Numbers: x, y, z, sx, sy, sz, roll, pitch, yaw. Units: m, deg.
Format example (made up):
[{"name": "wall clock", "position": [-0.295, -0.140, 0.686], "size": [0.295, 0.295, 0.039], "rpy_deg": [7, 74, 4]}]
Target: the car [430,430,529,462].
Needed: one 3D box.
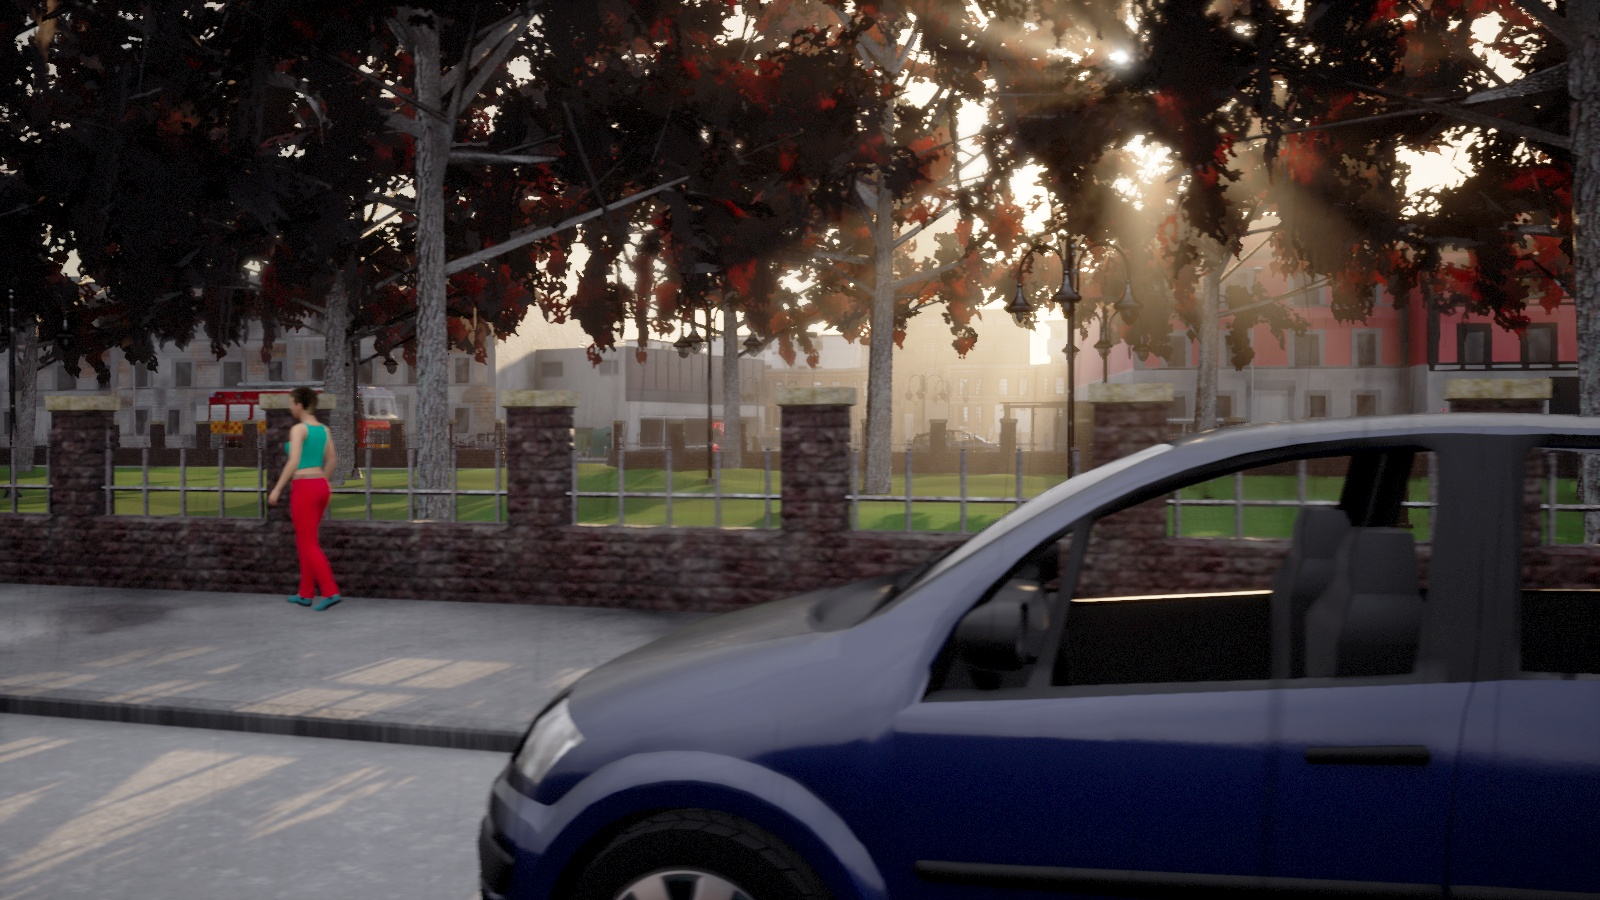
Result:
[{"name": "car", "position": [-15.132, -0.209, 59.394], "size": [4.193, 1.474, 1.816], "rpy_deg": [1, 1, 16]}]

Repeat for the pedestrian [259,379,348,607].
[{"name": "pedestrian", "position": [-4.106, 0.344, 10.388], "size": [0.594, 1.836, 0.345], "rpy_deg": [1, 1, 17]}]

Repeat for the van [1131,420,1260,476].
[{"name": "van", "position": [14.602, -0.103, 46.516], "size": [4.442, 1.987, 1.775], "rpy_deg": [1, 1, 16]}]

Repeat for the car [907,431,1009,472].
[{"name": "car", "position": [6.186, 0.038, 48.984], "size": [3.705, 1.549, 1.789], "rpy_deg": [1, 1, 16]}]

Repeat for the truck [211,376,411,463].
[{"name": "truck", "position": [-22.301, -1.391, 57.301], "size": [8.468, 3.827, 2.891], "rpy_deg": [1, 1, 16]}]

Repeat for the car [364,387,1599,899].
[{"name": "car", "position": [1.147, 0.676, 3.325], "size": [3.988, 1.617, 1.851], "rpy_deg": [1, 1, 14]}]
